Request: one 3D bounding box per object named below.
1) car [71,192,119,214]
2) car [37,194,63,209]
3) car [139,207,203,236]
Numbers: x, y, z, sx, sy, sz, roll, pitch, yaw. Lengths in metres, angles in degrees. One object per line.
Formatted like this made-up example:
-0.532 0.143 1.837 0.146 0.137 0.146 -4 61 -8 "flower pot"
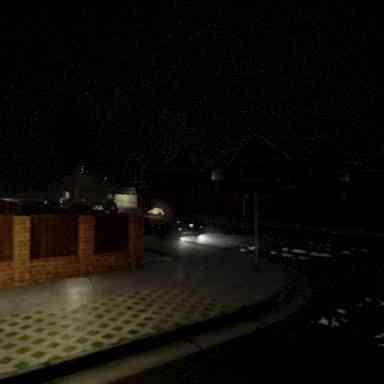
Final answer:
-7.848 1.077 26.543 2.150 2.045 5.566 -1 2 -38 "car"
-16.287 1.075 38.009 2.097 1.767 4.553 -1 1 -35 "car"
-1.324 1.519 18.575 1.994 1.385 4.181 -1 1 -40 "car"
